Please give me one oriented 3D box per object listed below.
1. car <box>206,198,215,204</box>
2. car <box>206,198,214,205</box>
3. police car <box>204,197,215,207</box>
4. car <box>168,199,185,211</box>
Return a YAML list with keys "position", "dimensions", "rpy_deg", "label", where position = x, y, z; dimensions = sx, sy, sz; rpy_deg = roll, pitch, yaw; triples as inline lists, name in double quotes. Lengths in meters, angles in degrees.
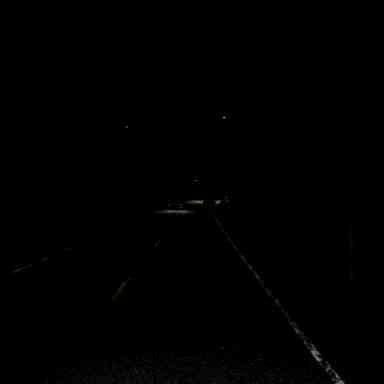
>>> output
- position: [4.503, 2.163, 80.147]
  dimensions: [1.882, 1.535, 5.008]
  rpy_deg: [0, 0, 5]
  label: "car"
- position: [4.026, 2.098, 74.375]
  dimensions: [1.801, 1.575, 5.366]
  rpy_deg: [0, 0, 5]
  label: "car"
- position: [3.281, 1.990, 64.352]
  dimensions: [1.930, 1.638, 5.238]
  rpy_deg: [0, 0, 4]
  label: "police car"
- position: [-2.261, 1.791, 49.063]
  dimensions: [2.097, 1.767, 4.553]
  rpy_deg: [0, 0, 3]
  label: "car"
